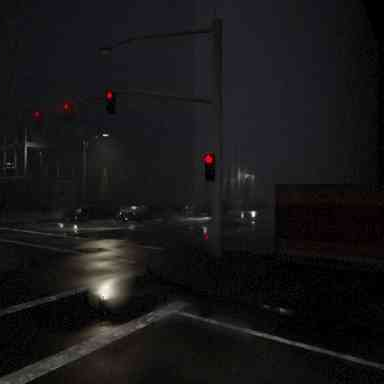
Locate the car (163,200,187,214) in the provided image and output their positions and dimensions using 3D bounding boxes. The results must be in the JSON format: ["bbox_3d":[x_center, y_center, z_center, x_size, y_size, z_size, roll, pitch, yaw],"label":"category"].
[{"bbox_3d":[-2.425,1.560,33.475,1.837,1.490,4.892,0,0,36],"label":"car"}]

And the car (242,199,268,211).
[{"bbox_3d":[8.015,1.581,42.007,1.812,1.442,4.674,0,0,36],"label":"car"}]

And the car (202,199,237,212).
[{"bbox_3d":[3.537,1.603,41.789,2.033,1.411,5.357,0,0,35],"label":"car"}]

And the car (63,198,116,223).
[{"bbox_3d":[-7.748,1.407,26.047,2.097,1.767,4.553,0,0,36],"label":"car"}]

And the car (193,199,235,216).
[{"bbox_3d":[2.039,1.533,33.693,1.882,1.535,5.008,0,0,35],"label":"car"}]

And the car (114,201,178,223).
[{"bbox_3d":[-3.483,1.656,25.994,1.895,1.301,4.718,0,0,36],"label":"car"}]
